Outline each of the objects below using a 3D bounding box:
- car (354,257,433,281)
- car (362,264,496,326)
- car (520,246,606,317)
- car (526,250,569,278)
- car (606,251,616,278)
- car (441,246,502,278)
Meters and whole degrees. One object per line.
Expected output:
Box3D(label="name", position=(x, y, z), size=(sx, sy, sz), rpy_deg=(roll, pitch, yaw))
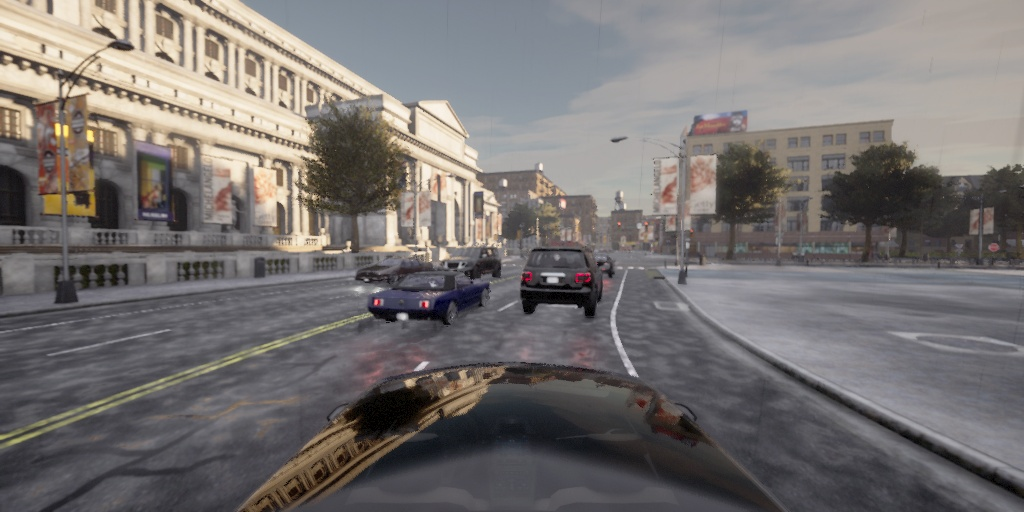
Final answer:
Box3D(label="car", position=(-6.552, 0.766, 20.793), size=(2.033, 1.411, 5.357), rpy_deg=(1, 2, 19))
Box3D(label="car", position=(-2.109, 1.104, 10.731), size=(1.895, 1.301, 4.718), rpy_deg=(1, 2, 13))
Box3D(label="car", position=(1.873, 0.700, 12.249), size=(2.150, 2.045, 5.566), rpy_deg=(1, 1, 17))
Box3D(label="car", position=(2.675, 0.485, 25.710), size=(2.097, 1.767, 4.553), rpy_deg=(1, 2, 19))
Box3D(label="car", position=(6.273, 0.645, 25.466), size=(2.128, 1.511, 4.902), rpy_deg=(1, 2, 19))
Box3D(label="car", position=(-2.379, 0.427, 22.094), size=(2.150, 2.045, 5.566), rpy_deg=(1, 1, 19))
